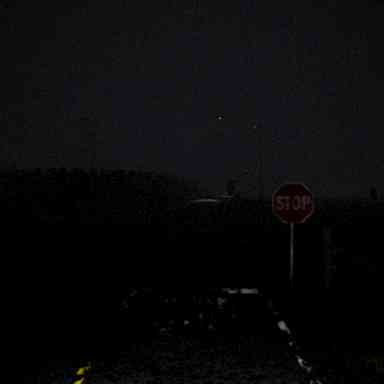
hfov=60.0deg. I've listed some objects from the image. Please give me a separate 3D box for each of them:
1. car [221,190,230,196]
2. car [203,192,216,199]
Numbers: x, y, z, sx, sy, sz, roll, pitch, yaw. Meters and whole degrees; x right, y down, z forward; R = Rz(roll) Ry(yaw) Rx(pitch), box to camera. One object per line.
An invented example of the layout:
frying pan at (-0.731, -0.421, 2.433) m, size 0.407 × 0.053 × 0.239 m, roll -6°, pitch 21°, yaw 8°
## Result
car at (8.817, 0.242, 87.200) m, size 1.882 × 1.535 × 5.008 m, roll 0°, pitch 1°, yaw 15°
car at (3.206, 0.699, 62.137) m, size 1.895 × 1.301 × 4.718 m, roll 0°, pitch 1°, yaw 11°
